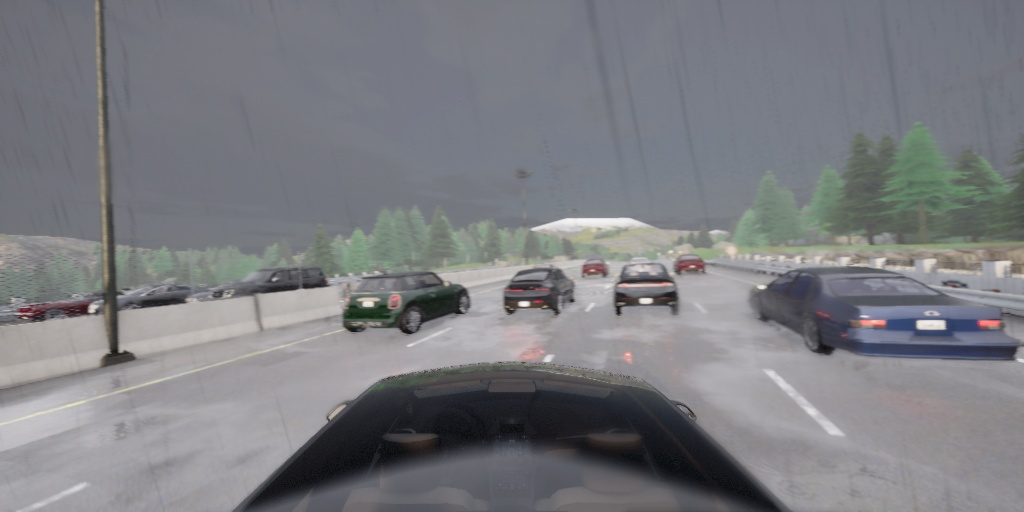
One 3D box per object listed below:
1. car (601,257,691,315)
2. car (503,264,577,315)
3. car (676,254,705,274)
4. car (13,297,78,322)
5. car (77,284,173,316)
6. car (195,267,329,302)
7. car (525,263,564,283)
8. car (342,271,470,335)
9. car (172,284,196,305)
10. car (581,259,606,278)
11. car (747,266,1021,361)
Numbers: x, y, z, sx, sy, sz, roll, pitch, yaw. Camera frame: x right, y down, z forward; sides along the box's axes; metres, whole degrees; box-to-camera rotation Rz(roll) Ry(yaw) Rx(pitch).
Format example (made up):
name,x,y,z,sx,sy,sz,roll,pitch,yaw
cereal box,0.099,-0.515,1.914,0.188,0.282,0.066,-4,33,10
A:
name,x,y,z,sx,sy,sz,roll,pitch,yaw
car,4.449,0.981,12.099,2.128,1.511,4.902,-3,0,19
car,1.155,1.180,13.264,1.837,1.490,4.892,-3,0,19
car,13.677,0.588,27.921,1.882,1.535,5.008,-3,-1,19
car,-22.827,2.627,19.386,1.895,1.301,4.718,-3,0,19
car,-19.145,2.311,19.347,2.128,1.511,4.902,-3,0,19
car,-12.113,1.647,18.331,2.150,2.045,5.566,-3,0,19
car,2.678,1.291,28.237,1.895,1.301,4.718,-3,-1,19
car,-3.137,1.266,11.593,2.097,1.767,4.553,-3,0,19
car,-15.191,2.093,20.072,2.128,1.511,4.902,-3,0,19
car,7.060,0.961,30.209,1.882,1.535,5.008,-3,-1,19
car,6.442,0.922,7.185,2.033,1.411,5.357,-3,0,19
